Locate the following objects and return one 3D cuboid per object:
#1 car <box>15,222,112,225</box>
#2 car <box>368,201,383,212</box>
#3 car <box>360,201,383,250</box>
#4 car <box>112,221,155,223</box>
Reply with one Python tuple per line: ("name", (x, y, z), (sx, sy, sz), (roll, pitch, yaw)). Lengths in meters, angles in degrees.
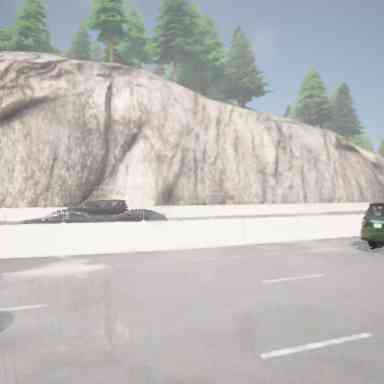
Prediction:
("car", (-7.265, 1.783, 18.632), (4.902, 1.511, 2.128), (0, -1, -20))
("car", (27.975, 2.152, 48.827), (4.892, 1.490, 1.837), (0, -1, -35))
("car", (9.617, 1.406, 13.969), (5.566, 2.045, 2.150), (0, -1, -24))
("car", (-4.032, 1.882, 23.595), (4.674, 1.442, 1.812), (0, -1, -22))
